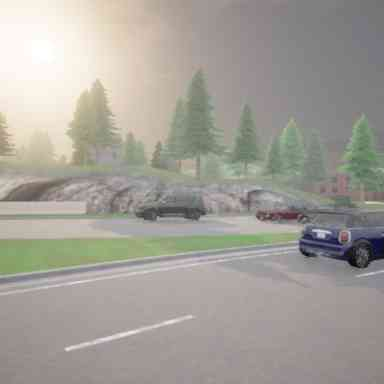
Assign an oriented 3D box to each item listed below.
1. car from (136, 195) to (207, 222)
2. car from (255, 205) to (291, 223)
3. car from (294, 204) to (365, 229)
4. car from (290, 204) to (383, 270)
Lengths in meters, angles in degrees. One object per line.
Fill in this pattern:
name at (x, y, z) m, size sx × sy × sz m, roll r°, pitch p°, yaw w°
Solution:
car at (-1.574, 1.236, 26.003) m, size 5.566 × 2.045 × 2.150 m, roll 0°, pitch 0°, yaw -13°
car at (7.186, 1.617, 25.166) m, size 4.718 × 1.301 × 1.895 m, roll 0°, pitch 0°, yaw -21°
car at (9.145, 1.579, 22.183) m, size 4.181 × 1.385 × 1.994 m, roll 0°, pitch 0°, yaw -21°
car at (5.863, 1.360, 11.242) m, size 4.553 × 1.767 × 2.097 m, roll 0°, pitch 0°, yaw -28°
